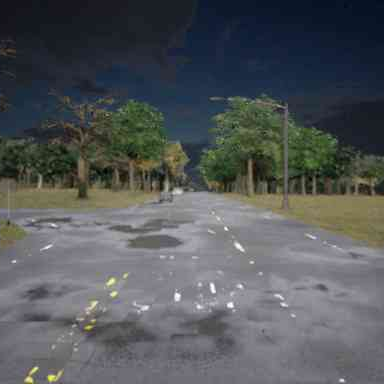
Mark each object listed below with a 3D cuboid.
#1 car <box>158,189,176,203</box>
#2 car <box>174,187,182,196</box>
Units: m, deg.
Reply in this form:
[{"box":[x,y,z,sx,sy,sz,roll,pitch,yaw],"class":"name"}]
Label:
[{"box":[-3.521,0.714,45.443,1.837,1.490,4.892,0,1,0],"class":"car"},{"box":[-3.467,-0.119,79.849,2.150,2.045,5.566,0,1,1],"class":"car"}]
